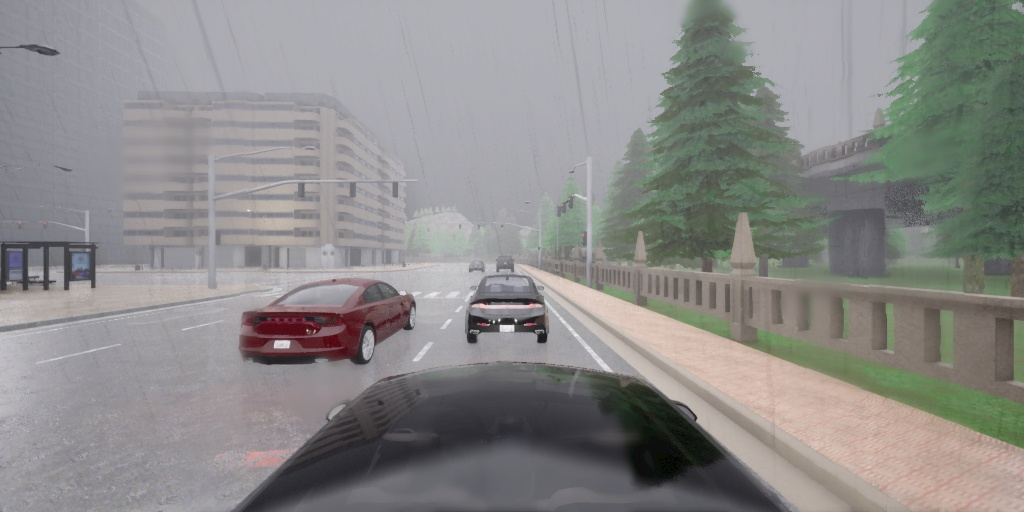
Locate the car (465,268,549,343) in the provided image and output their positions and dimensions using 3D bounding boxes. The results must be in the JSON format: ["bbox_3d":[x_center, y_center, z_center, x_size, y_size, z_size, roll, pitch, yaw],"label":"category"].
[{"bbox_3d":[-0.128,1.242,9.633,2.128,1.511,4.902,0,0,-1],"label":"car"}]

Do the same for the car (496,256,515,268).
[{"bbox_3d":[-0.867,0.972,45.319,2.150,2.045,5.566,0,0,-1],"label":"car"}]

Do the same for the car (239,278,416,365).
[{"bbox_3d":[-3.596,1.228,8.071,1.882,1.535,5.008,0,0,0],"label":"car"}]

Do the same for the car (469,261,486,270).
[{"bbox_3d":[-4.371,1.298,45.020,2.033,1.411,5.357,0,0,-1],"label":"car"}]
